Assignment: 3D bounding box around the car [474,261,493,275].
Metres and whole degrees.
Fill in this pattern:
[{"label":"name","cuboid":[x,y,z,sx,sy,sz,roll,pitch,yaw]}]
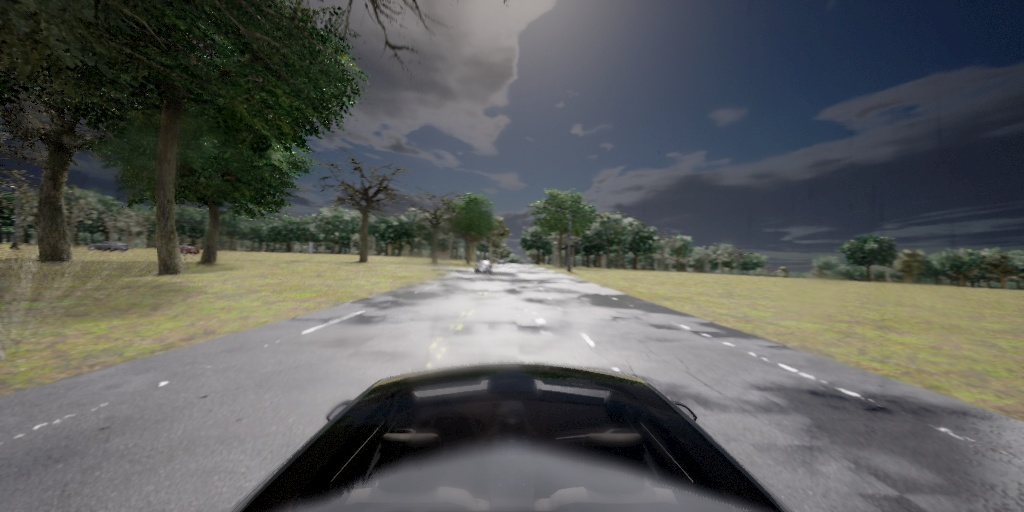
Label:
[{"label":"car","cuboid":[-3.244,1.328,41.633,2.128,1.511,4.902,2,0,0]}]
